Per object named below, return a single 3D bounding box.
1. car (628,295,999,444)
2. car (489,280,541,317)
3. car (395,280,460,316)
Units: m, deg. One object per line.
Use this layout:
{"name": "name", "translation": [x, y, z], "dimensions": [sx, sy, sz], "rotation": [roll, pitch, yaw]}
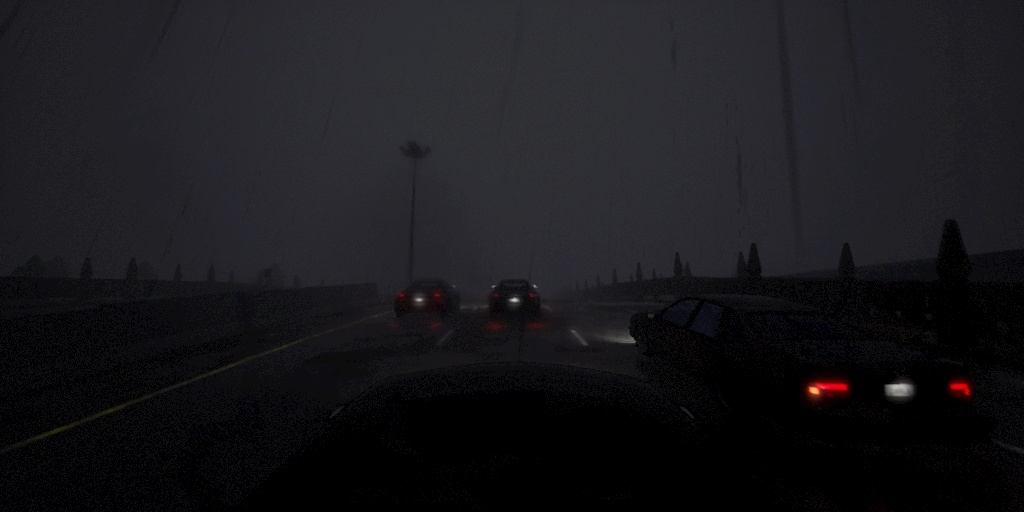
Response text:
{"name": "car", "translation": [3.600, 1.341, 5.841], "dimensions": [2.033, 1.411, 5.357], "rotation": [0, -1, 0]}
{"name": "car", "translation": [0.098, 1.679, 14.855], "dimensions": [1.994, 1.385, 4.181], "rotation": [0, -3, 0]}
{"name": "car", "translation": [-3.402, 1.694, 15.129], "dimensions": [1.994, 1.385, 4.181], "rotation": [0, -3, 0]}
